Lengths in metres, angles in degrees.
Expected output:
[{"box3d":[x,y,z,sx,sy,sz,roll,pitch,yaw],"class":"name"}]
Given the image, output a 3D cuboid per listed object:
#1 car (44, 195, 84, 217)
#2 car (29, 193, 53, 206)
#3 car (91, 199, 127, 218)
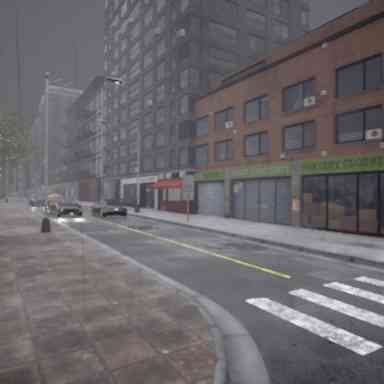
[{"box3d":[-10.206,1.194,26.744,2.033,1.411,5.357,1,0,-31],"class":"car"},{"box3d":[-19.376,0.921,42.143,2.097,1.767,4.553,1,0,-31],"class":"car"},{"box3d":[-6.735,1.261,26.697,1.994,1.385,4.181,1,0,-31],"class":"car"}]
